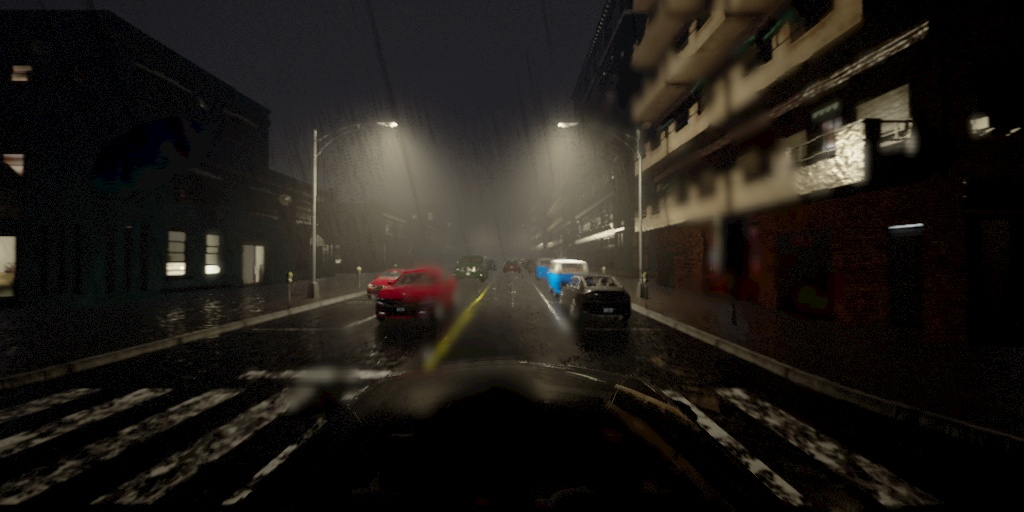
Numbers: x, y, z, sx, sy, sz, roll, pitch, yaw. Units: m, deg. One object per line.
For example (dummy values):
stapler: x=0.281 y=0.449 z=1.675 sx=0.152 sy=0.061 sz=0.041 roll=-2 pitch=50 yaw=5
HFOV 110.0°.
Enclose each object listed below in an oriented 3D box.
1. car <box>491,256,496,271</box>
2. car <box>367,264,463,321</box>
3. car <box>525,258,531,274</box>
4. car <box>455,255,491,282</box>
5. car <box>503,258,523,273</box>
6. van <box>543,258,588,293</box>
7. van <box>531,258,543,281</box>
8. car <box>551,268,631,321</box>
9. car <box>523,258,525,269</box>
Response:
car: x=-3.010 y=1.135 z=46.115 sx=1.882 sy=1.535 sz=5.008 roll=0 pitch=0 yaw=0
car: x=-3.099 y=1.207 z=12.509 sx=1.882 sy=1.535 sz=5.008 roll=0 pitch=0 yaw=0
car: x=2.684 y=1.193 z=40.298 sx=1.751 sy=1.417 sz=4.829 roll=0 pitch=0 yaw=0
car: x=-3.097 y=0.919 z=28.133 sx=2.150 sy=2.045 sz=5.566 roll=0 pitch=0 yaw=0
car: x=-0.007 y=1.228 z=41.708 sx=1.994 sy=1.385 sz=4.181 roll=0 pitch=0 yaw=0
van: x=2.688 y=1.058 z=17.805 sx=1.690 sy=1.789 sz=3.998 roll=0 pitch=0 yaw=0
van: x=2.686 y=1.035 z=28.968 sx=1.690 sy=1.789 sz=3.998 roll=0 pitch=0 yaw=0
car: x=2.689 y=1.280 z=12.226 sx=2.007 sy=1.370 sz=4.403 roll=0 pitch=0 yaw=0
car: x=2.683 y=1.204 z=51.291 sx=1.948 sy=1.339 sz=4.313 roll=0 pitch=0 yaw=0
